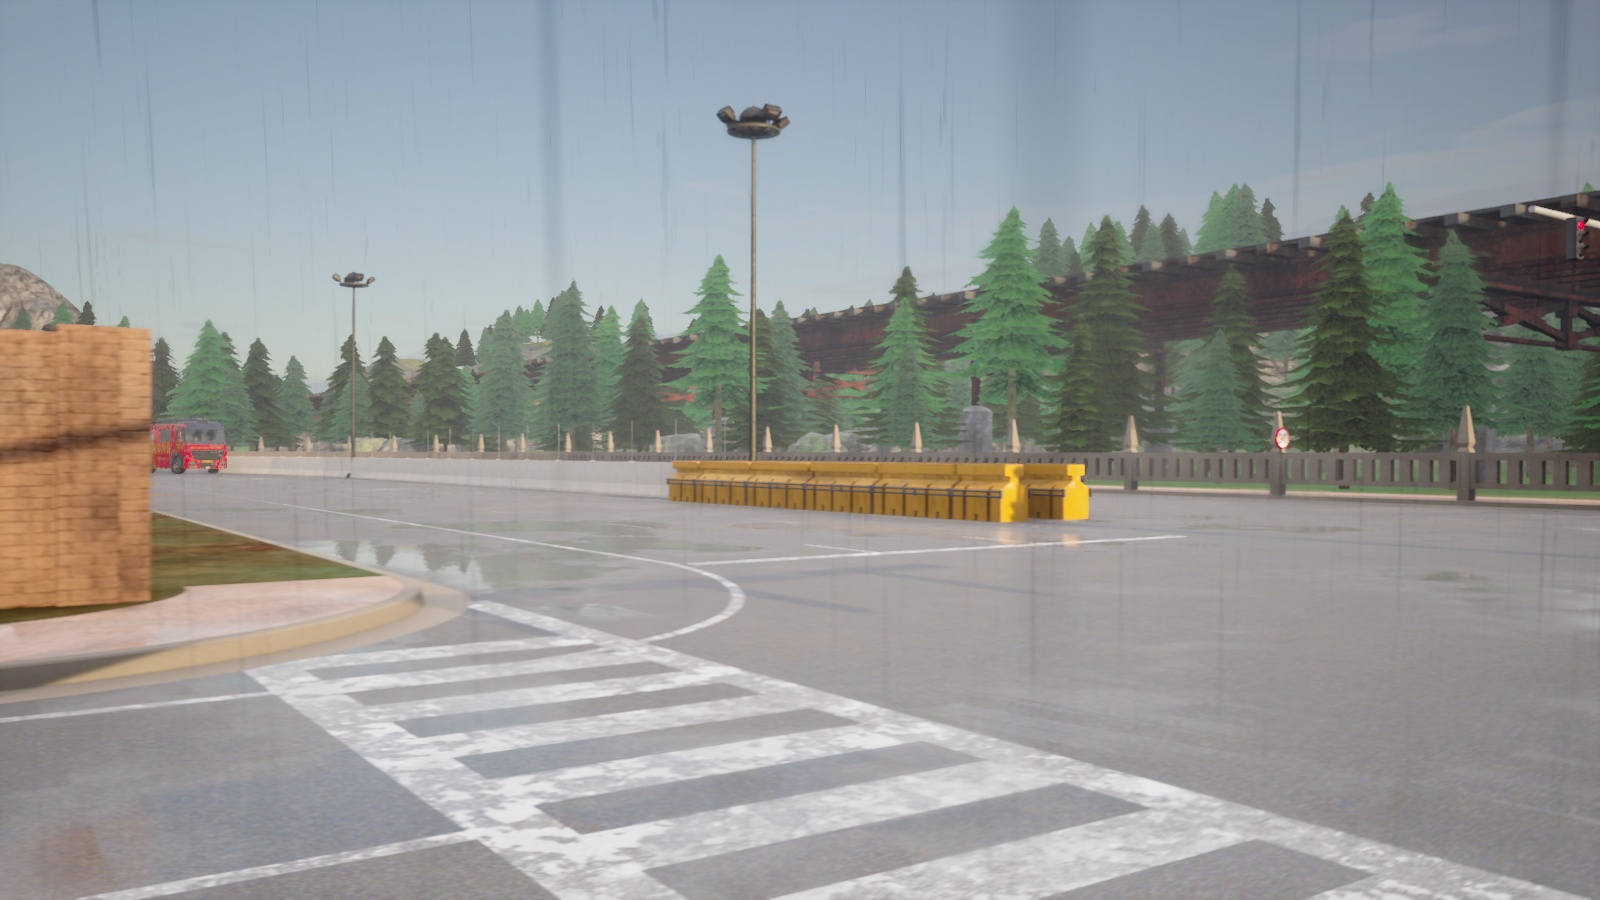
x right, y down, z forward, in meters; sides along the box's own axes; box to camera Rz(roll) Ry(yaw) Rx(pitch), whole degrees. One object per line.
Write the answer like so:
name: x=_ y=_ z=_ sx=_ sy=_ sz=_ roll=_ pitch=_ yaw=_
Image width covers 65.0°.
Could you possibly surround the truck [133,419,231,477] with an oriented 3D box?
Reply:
truck: x=-42.427 y=-0.098 z=86.118 sx=8.468 sy=3.827 sz=2.891 roll=0 pitch=0 yaw=40
